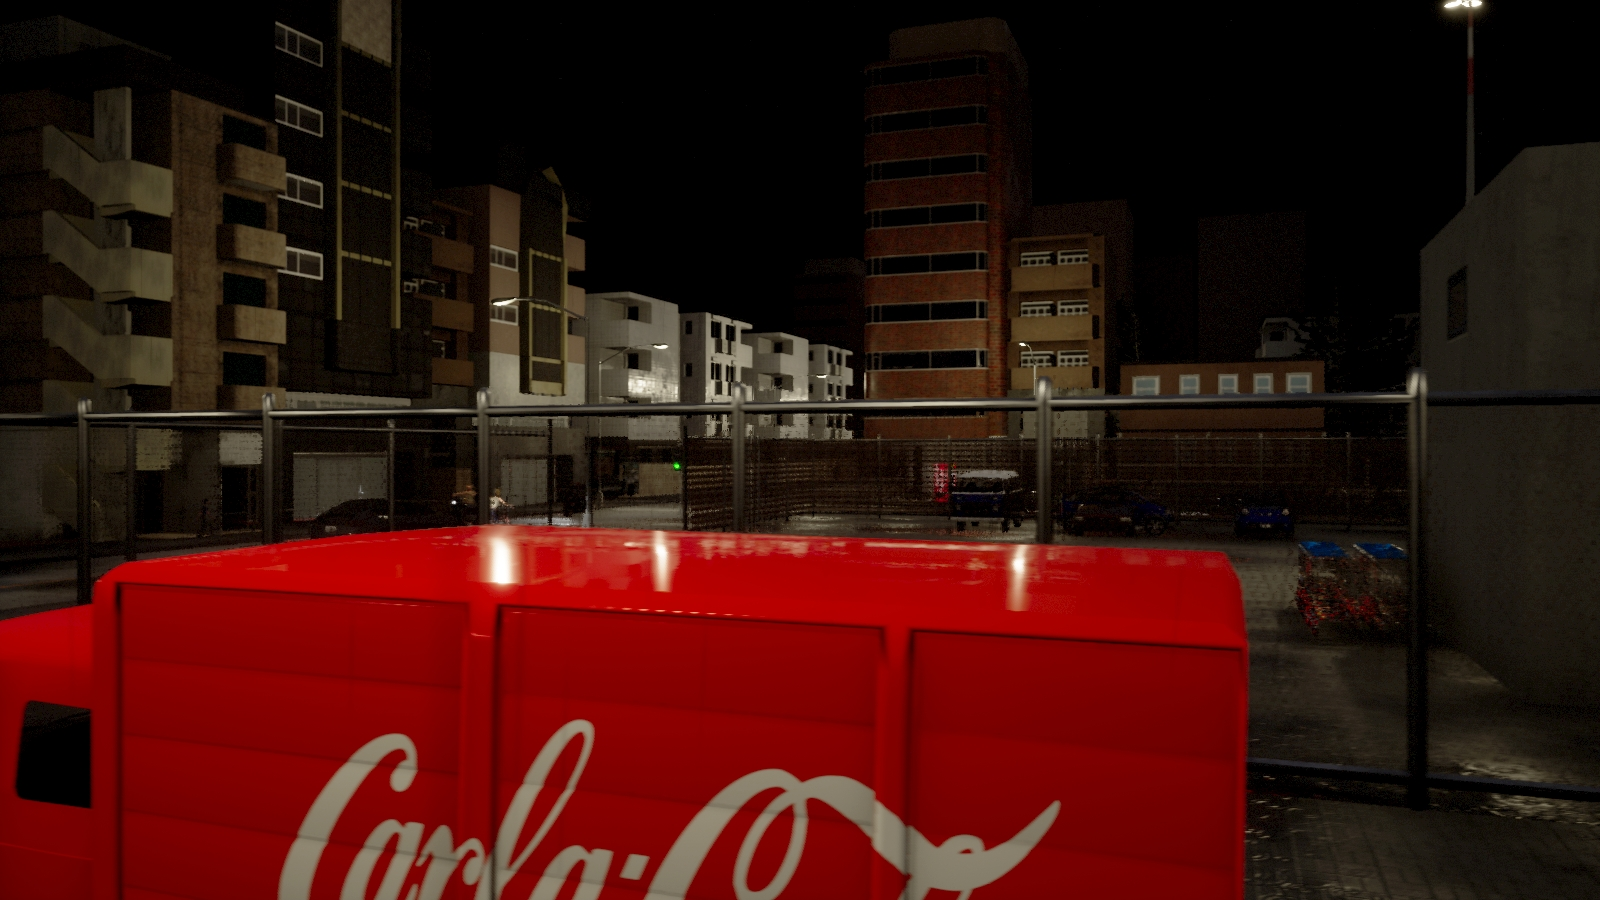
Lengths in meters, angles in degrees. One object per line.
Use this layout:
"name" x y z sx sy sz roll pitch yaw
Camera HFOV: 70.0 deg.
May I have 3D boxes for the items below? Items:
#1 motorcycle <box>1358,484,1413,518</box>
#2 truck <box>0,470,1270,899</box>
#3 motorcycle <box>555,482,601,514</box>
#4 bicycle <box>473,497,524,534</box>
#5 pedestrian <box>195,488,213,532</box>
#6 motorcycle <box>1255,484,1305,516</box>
"motorcycle" 22.532 1.962 43.970 1.805 1.236 0.856 0 0 21
"truck" -1.111 1.348 4.257 5.204 2.467 2.627 0 0 20
"motorcycle" -9.303 1.985 47.909 0.867 1.251 2.209 0 0 20
"bicycle" -9.446 2.036 35.845 0.859 1.080 1.487 0 0 20
"pedestrian" -18.016 1.804 34.526 0.375 1.300 0.375 0 0 -45
"motorcycle" 18.968 1.961 45.195 1.805 1.236 0.856 -1 0 20
